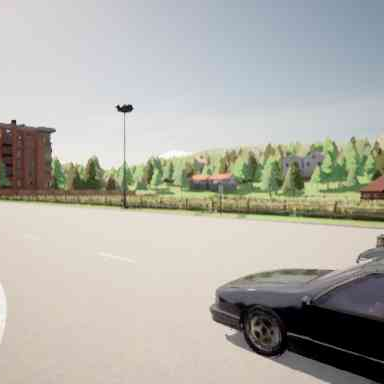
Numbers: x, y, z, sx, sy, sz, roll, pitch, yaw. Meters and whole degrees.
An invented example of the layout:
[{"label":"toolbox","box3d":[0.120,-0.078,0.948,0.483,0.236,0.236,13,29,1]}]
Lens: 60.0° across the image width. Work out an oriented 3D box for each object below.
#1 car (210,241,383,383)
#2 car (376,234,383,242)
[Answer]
[{"label":"car","box3d":[2.765,1.531,4.011,5.357,1.411,2.033,0,0,43]},{"label":"car","box3d":[5.682,1.467,6.078,4.902,1.511,2.128,0,0,43]}]
